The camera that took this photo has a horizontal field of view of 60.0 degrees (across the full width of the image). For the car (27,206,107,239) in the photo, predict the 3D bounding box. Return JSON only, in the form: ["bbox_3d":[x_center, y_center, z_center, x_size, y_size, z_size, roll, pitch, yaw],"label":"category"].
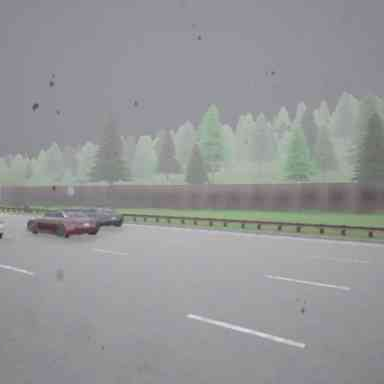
[{"bbox_3d":[-6.787,1.565,17.432,4.181,1.385,1.994,0,0,36],"label":"car"}]

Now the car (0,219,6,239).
[{"bbox_3d":[-10.722,1.527,15.941,4.674,1.442,1.812,0,0,36],"label":"car"}]

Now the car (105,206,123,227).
[{"bbox_3d":[-6.396,1.565,21.453,4.181,1.385,1.994,0,0,36],"label":"car"}]
